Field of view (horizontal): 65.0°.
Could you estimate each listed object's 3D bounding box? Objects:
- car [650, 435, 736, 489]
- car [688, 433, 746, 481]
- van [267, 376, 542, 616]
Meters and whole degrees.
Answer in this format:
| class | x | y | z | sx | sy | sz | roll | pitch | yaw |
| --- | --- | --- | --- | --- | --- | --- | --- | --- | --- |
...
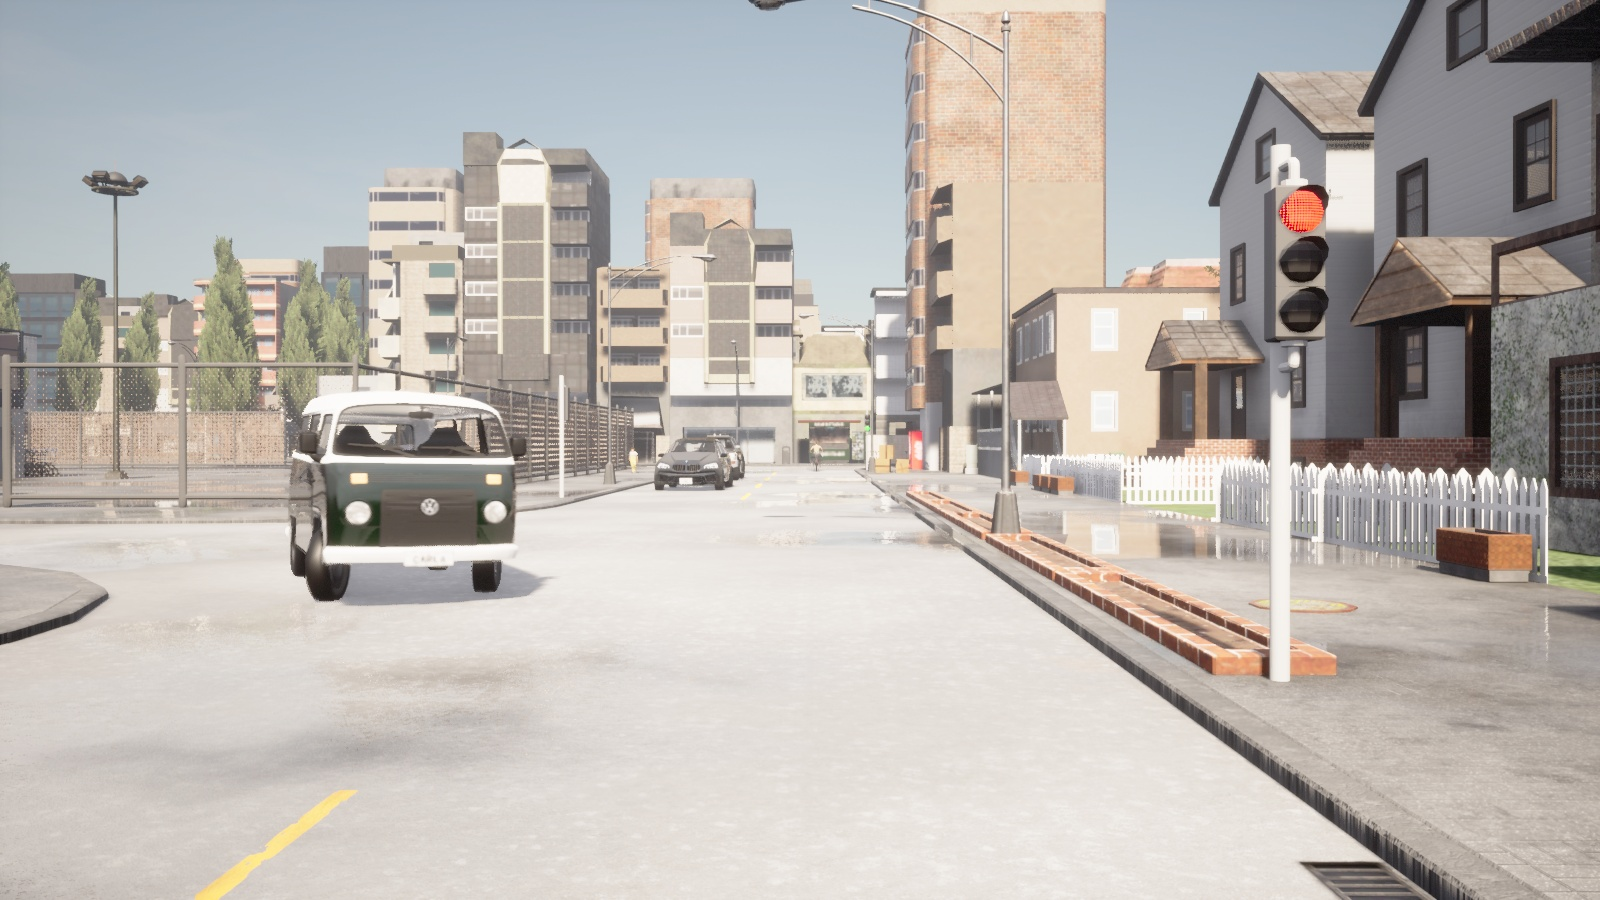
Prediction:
| class | x | y | z | sx | sy | sz | roll | pitch | yaw |
| --- | --- | --- | --- | --- | --- | --- | --- | --- | --- |
| car | -3.419 | 0.357 | 41.005 | 2.242 | 1.667 | 4.611 | 0 | 0 | 2 |
| car | -3.313 | 0.273 | 50.980 | 1.932 | 1.855 | 4.605 | 0 | 0 | 2 |
| van | -4.311 | 0.391 | 13.154 | 2.069 | 2.038 | 4.480 | 1 | 0 | -26 |
